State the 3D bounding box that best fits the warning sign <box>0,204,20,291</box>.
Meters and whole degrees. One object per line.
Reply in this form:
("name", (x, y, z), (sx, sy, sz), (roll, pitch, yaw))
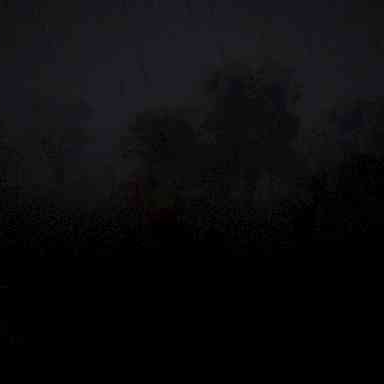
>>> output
("warning sign", (-4.714, 1.205, 7.308), (1.060, 1.860, 1.300), (0, -1, 36))
